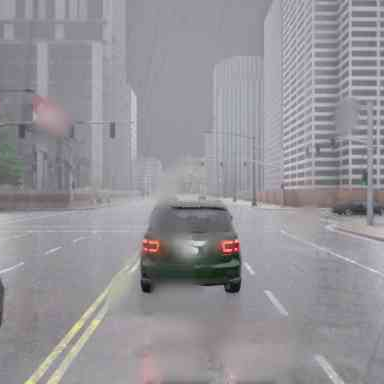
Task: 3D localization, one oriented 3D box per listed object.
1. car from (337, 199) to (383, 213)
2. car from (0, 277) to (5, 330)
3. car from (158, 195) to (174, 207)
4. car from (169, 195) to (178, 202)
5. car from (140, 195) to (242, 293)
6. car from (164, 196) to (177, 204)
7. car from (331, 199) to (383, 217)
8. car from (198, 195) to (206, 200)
[{"bbox_3d":[19.463,1.542,37.359,5.357,1.411,2.033,0,0,-1],"label":"car"},{"bbox_3d":[-3.613,1.505,2.892,1.837,1.490,4.892,0,0,0],"label":"car"},{"bbox_3d":[-4.030,1.344,52.249,2.097,1.767,4.553,0,0,0],"label":"car"},{"bbox_3d":[-4.132,1.489,74.659,1.837,1.490,4.892,0,0,0],"label":"car"},{"bbox_3d":[-0.021,1.220,8.991,2.150,2.045,5.566,0,0,0],"label":"car"},{"bbox_3d":[-4.090,1.538,63.861,2.033,1.411,5.357,0,0,0],"label":"car"},{"bbox_3d":[15.253,1.473,30.192,5.008,1.535,1.882,0,0,1],"label":"car"},{"bbox_3d":[2.731,1.487,90.601,1.837,1.490,4.892,0,0,0],"label":"car"}]
